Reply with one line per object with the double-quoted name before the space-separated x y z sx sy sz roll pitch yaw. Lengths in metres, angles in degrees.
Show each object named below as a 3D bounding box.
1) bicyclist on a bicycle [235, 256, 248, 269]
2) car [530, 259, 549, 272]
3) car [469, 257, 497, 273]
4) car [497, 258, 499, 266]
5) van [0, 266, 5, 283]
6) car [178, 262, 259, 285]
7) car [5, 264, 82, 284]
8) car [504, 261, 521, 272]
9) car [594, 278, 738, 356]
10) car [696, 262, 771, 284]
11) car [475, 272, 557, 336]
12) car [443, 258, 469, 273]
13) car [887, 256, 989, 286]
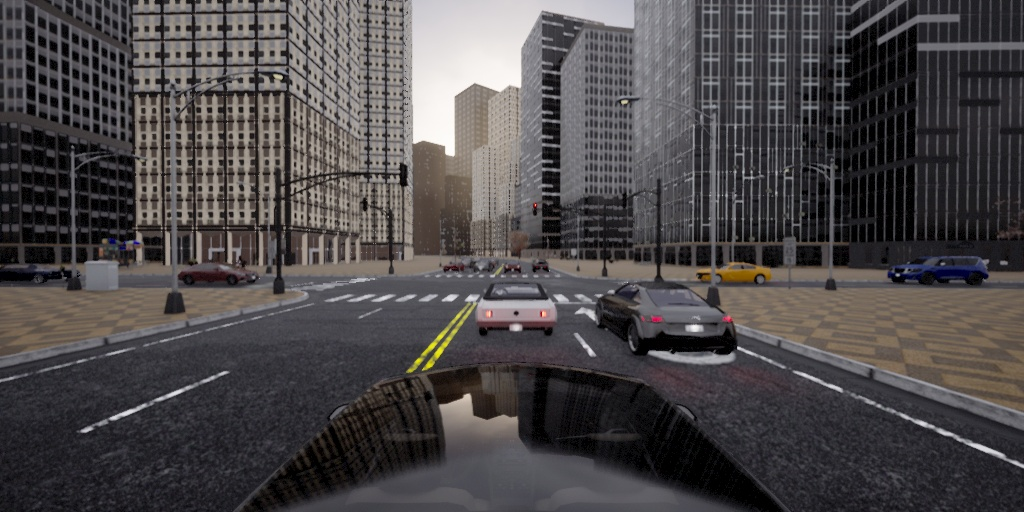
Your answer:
"bicyclist on a bicycle" -24.731 0.799 32.750 0.582 1.620 1.656 0 1 1
"car" 3.319 1.126 43.158 1.837 1.490 4.892 0 0 0
"car" -3.317 1.117 42.020 2.128 1.511 4.902 0 0 3
"car" -3.364 1.183 52.316 1.895 1.301 4.718 0 0 0
"van" -33.952 0.916 21.654 3.998 1.789 1.690 0 0 1
"car" -19.503 1.142 23.891 4.674 1.442 1.812 0 1 1
"car" -32.280 1.156 24.199 4.718 1.301 1.895 0 1 1
"car" 0.069 1.228 41.544 1.895 1.301 4.718 0 0 0
"car" 3.350 1.296 8.619 1.994 1.385 4.181 0 0 0
"car" 16.290 1.228 26.509 5.008 1.535 1.882 0 1 1
"car" 0.093 1.328 10.328 1.895 1.301 4.718 0 0 0
"car" -6.619 1.229 41.337 1.895 1.301 4.718 0 0 3
"car" 31.027 1.039 26.206 5.566 2.045 2.150 0 1 1
